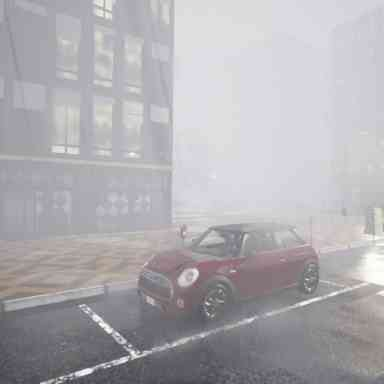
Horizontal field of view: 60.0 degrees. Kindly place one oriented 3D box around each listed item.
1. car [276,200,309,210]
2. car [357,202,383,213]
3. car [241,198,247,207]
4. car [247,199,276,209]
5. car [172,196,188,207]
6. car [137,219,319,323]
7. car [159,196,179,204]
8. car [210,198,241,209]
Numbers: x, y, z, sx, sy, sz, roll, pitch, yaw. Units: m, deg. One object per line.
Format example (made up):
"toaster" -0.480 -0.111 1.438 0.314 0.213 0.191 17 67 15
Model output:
"car" 14.399 1.807 46.802 1.802 1.307 4.206 1 -1 -35
"car" 20.955 1.730 37.548 1.947 1.339 4.313 1 -1 -35
"car" 7.843 1.726 56.058 1.967 1.590 4.097 1 -1 -35
"car" 11.122 1.800 51.430 1.887 1.381 4.507 1 -1 -35
"car" -2.276 1.733 55.844 1.887 1.381 4.507 1 -1 -35
"car" 0.873 1.442 7.172 4.097 1.590 1.967 0 1 -36
"car" -5.267 1.724 74.568 2.192 1.841 5.009 1 -1 -35
"car" 4.280 1.678 46.590 2.008 1.369 4.403 1 -1 -35
